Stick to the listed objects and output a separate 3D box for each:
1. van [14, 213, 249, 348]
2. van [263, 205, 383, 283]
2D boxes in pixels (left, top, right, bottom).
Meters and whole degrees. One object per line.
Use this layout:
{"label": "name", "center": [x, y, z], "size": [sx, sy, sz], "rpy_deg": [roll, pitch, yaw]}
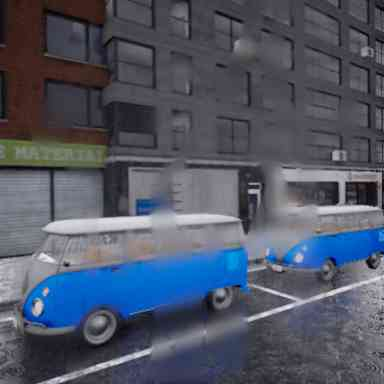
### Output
{"label": "van", "center": [-0.809, 1.322, 5.959], "size": [3.998, 1.788, 1.690], "rpy_deg": [0, 0, -35]}
{"label": "van", "center": [3.748, 1.285, 9.188], "size": [3.998, 1.788, 1.690], "rpy_deg": [0, 0, -35]}
